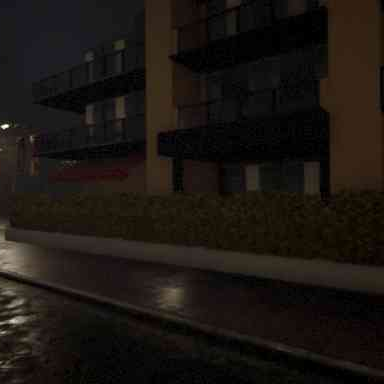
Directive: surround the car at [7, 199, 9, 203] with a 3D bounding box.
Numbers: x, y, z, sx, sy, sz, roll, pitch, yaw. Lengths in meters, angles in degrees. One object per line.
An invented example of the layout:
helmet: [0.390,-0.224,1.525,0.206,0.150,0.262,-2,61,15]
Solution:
car: [-37.547,2.257,69.062,4.892,1.521,2.231,-1,0,36]
